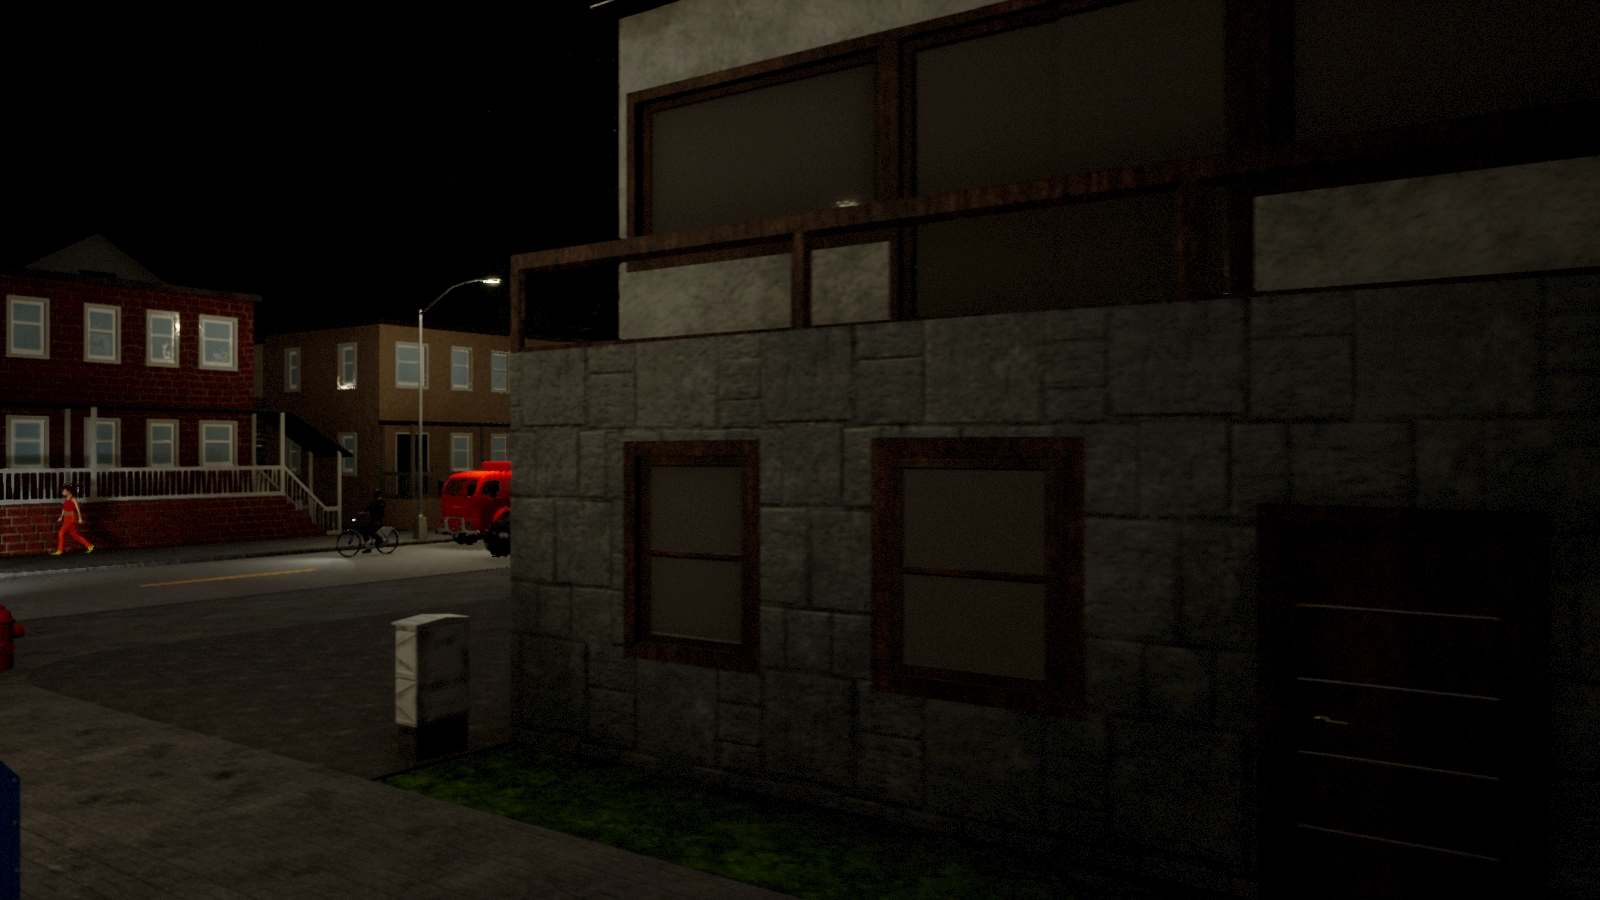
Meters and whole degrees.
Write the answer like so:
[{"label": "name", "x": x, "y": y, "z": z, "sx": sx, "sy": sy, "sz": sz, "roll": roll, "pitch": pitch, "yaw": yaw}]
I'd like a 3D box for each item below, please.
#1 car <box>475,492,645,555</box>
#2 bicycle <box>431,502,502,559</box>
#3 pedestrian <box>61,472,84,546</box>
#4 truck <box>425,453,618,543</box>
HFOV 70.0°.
[{"label": "car", "x": -6.304, "y": 1.893, "z": 30.418, "sx": 1.994, "sy": 1.385, "sz": 4.181, "roll": 0, "pitch": 0, "yaw": 35}, {"label": "bicycle", "x": -8.086, "y": 1.934, "z": 27.772, "sx": 0.329, "sy": 1.271, "sz": 1.835, "roll": 0, "pitch": 0, "yaw": 35}, {"label": "pedestrian", "x": -18.571, "y": 1.507, "z": 29.163, "sx": 0.375, "sy": 1.860, "sz": 0.375, "roll": 0, "pitch": 0, "yaw": 35}, {"label": "truck", "x": -8.302, "y": 1.341, "z": 34.513, "sx": 2.627, "sy": 2.467, "sz": 5.204, "roll": 0, "pitch": 0, "yaw": 35}]
